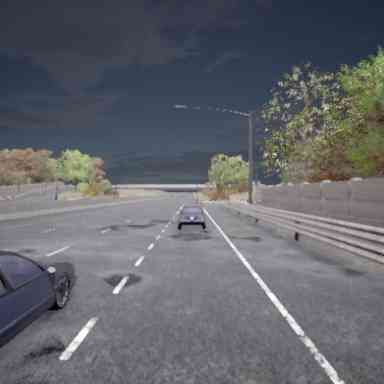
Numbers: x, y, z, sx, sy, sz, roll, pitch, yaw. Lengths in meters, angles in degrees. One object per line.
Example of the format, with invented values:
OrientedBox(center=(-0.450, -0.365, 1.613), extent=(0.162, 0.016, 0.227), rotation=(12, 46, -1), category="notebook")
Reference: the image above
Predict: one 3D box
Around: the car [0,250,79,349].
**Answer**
OrientedBox(center=(-3.400, 1.573, 4.833), extent=(2.033, 1.411, 5.357), rotation=(0, 0, 0), category="car")

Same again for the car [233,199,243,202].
OrientedBox(center=(13.012, 2.769, 93.589), extent=(1.882, 1.535, 5.008), rotation=(0, 0, 25), category="car")

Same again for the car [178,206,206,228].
OrientedBox(center=(0.001, 1.683, 23.170), extent=(2.033, 1.411, 5.357), rotation=(0, 0, 0), category="car")
